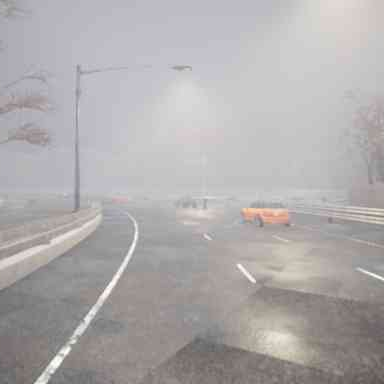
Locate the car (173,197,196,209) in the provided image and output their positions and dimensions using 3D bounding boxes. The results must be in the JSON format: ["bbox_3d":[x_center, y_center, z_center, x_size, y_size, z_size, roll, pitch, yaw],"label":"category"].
[{"bbox_3d":[-0.982,1.464,43.484,1.837,1.490,4.892,1,0,-21],"label":"car"}]

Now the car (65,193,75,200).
[{"bbox_3d":[-25.392,0.968,71.052,1.837,1.490,4.892,1,0,-43],"label":"car"}]

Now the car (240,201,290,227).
[{"bbox_3d":[4.916,1.391,23.074,2.097,1.767,4.553,1,0,-11],"label":"car"}]

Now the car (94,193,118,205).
[{"bbox_3d":[-14.362,1.356,55.416,1.994,1.385,4.181,1,0,-30],"label":"car"}]

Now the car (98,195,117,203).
[{"bbox_3d":[-16.621,1.284,65.413,1.812,1.442,4.674,1,0,-37],"label":"car"}]

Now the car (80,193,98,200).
[{"bbox_3d":[-22.718,1.050,73.309,1.994,1.385,4.181,1,0,-43],"label":"car"}]

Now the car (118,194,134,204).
[{"bbox_3d":[-11.884,1.171,58.134,2.097,1.767,4.553,1,0,-30],"label":"car"}]

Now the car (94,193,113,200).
[{"bbox_3d":[-20.043,1.052,75.567,2.128,1.511,4.902,1,0,-43],"label":"car"}]

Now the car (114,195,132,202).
[{"bbox_3d":[-14.132,1.338,67.938,1.994,1.385,4.181,1,0,-37],"label":"car"}]

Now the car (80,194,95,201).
[{"bbox_3d":[-19.041,1.280,62.784,2.033,1.411,5.357,1,0,-35],"label":"car"}]
